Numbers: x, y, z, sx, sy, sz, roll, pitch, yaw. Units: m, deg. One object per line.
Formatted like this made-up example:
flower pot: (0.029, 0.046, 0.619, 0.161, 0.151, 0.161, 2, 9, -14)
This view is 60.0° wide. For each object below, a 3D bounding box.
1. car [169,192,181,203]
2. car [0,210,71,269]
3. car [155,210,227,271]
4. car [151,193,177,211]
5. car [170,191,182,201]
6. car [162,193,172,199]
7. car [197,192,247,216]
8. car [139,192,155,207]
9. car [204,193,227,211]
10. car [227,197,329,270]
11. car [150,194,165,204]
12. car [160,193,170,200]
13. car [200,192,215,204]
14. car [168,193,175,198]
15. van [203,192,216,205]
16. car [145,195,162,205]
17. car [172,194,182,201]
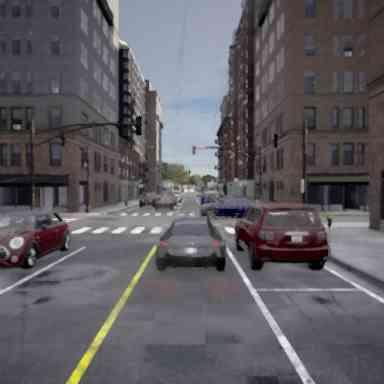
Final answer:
car: (-3.017, 1.128, 46.252, 2.128, 1.511, 4.902, 0, 0, 0)
car: (-5.431, 1.357, 10.604, 1.967, 1.590, 4.097, 0, 0, 0)
car: (-0.019, 1.480, 10.654, 1.994, 1.385, 4.181, 0, 0, 0)
car: (-2.995, 1.190, 36.697, 1.882, 1.535, 5.008, 0, 0, 0)
car: (-2.997, 0.774, 57.022, 2.150, 2.045, 5.566, 0, 0, 0)
car: (-5.715, 0.946, 76.184, 1.887, 1.381, 4.507, 0, 0, 0)
car: (2.822, 1.137, 25.754, 4.553, 1.767, 2.097, 0, 0, 0)
car: (-5.594, 0.977, 43.161, 2.192, 1.841, 5.009, 0, 0, 0)
car: (2.547, 1.019, 37.692, 2.192, 1.841, 5.009, 0, 0, 0)
car: (2.594, 1.231, 10.636, 2.192, 1.841, 5.009, 0, 0, 0)
car: (-5.634, 1.126, 54.170, 2.008, 1.369, 4.403, 0, 0, 0)
car: (-5.695, 0.989, 70.681, 1.887, 1.381, 4.507, 0, 0, 0)
car: (2.467, 0.889, 54.202, 2.192, 1.841, 5.009, 0, 0, 0)
car: (-5.775, 0.853, 92.695, 1.802, 1.307, 4.206, 0, 0, 0)
van: (2.494, 0.958, 48.699, 1.690, 1.788, 3.998, 0, 0, 0)
car: (-5.614, 1.184, 48.666, 1.947, 1.339, 4.313, 0, 0, 0)
car: (-3.025, 1.031, 67.467, 1.994, 1.385, 4.181, 0, 0, 0)
